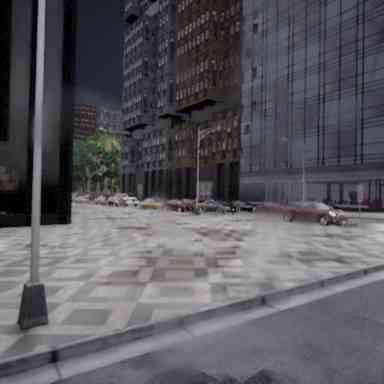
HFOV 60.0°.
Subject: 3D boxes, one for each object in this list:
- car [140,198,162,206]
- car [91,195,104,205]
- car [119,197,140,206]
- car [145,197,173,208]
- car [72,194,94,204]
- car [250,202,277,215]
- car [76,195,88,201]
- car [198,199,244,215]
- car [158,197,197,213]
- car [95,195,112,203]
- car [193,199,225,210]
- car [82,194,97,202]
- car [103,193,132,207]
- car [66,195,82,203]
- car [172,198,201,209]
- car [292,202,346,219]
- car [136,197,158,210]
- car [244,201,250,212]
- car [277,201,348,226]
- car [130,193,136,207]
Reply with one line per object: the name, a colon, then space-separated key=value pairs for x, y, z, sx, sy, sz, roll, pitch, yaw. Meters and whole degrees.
car: x=-7.217 y=1.698 z=58.136 sx=2.008 sy=1.369 sz=4.403 roll=2 pitch=-1 yaw=-35
car: x=-14.165 y=1.513 z=53.199 sx=1.802 sy=1.307 sz=4.206 roll=2 pitch=-1 yaw=-35
car: x=-11.085 y=1.603 z=58.808 sx=1.812 sy=1.442 sz=4.674 roll=2 pitch=-1 yaw=-35
car: x=-5.016 y=1.567 z=50.359 sx=2.128 sy=1.511 sz=4.902 roll=2 pitch=-1 yaw=-35
car: x=-20.431 y=1.456 z=62.002 sx=1.752 sy=1.417 sz=4.829 roll=2 pitch=-1 yaw=-35
car: x=8.696 y=1.715 z=35.788 sx=1.802 sy=1.307 sz=4.206 roll=2 pitch=-1 yaw=-35
car: x=-29.594 y=1.671 z=89.561 sx=1.752 sy=1.417 sz=4.829 roll=2 pitch=-1 yaw=-35
car: x=2.858 y=1.549 z=33.886 sx=1.994 sy=1.385 sz=4.181 roll=2 pitch=-1 yaw=-35
car: x=-1.431 y=1.465 z=35.318 sx=1.887 sy=1.381 sz=4.507 roll=2 pitch=-1 yaw=-35
car: x=-20.121 y=1.490 z=75.618 sx=2.097 sy=1.767 sz=4.553 roll=2 pitch=-1 yaw=-35
car: x=2.233 y=1.665 z=44.866 sx=1.752 sy=1.417 sz=4.829 roll=2 pitch=-1 yaw=-35
car: x=-26.308 y=1.461 z=84.956 sx=2.192 sy=1.841 sz=5.009 roll=2 pitch=-1 yaw=-35
car: x=-10.979 y=1.370 z=48.730 sx=1.967 sy=1.590 sz=4.097 roll=2 pitch=-1 yaw=-35
car: x=-23.712 y=1.371 z=66.612 sx=1.967 sy=1.590 sz=4.097 roll=2 pitch=-1 yaw=-35
car: x=-0.852 y=1.694 z=49.197 sx=2.008 sy=1.369 sz=4.403 roll=2 pitch=-1 yaw=-35
car: x=11.879 y=1.695 z=31.319 sx=1.947 sy=1.339 sz=4.313 roll=2 pitch=-1 yaw=-35
car: x=-4.515 y=1.449 z=39.650 sx=1.752 sy=1.417 sz=4.829 roll=2 pitch=-1 yaw=-35
car: x=5.513 y=1.702 z=40.257 sx=1.947 sy=1.339 sz=4.313 roll=2 pitch=-1 yaw=-35
car: x=8.102 y=1.350 z=21.935 sx=1.967 sy=1.590 sz=4.097 roll=2 pitch=-1 yaw=-36
car: x=-10.400 y=1.215 z=52.682 sx=2.150 sy=2.045 sz=5.566 roll=2 pitch=-1 yaw=-35
